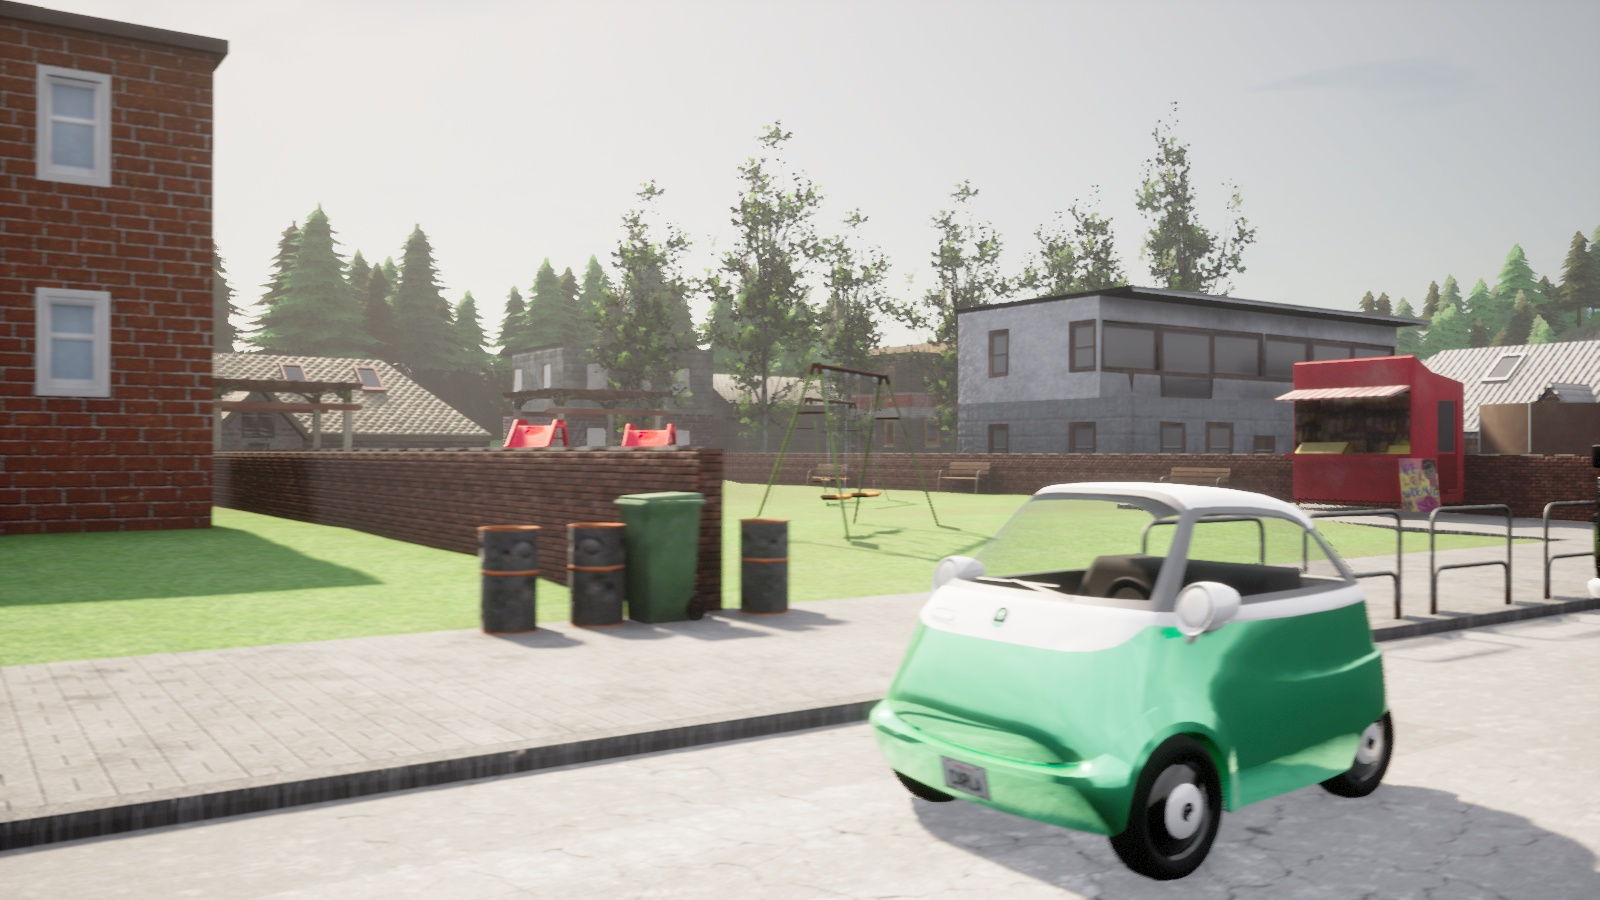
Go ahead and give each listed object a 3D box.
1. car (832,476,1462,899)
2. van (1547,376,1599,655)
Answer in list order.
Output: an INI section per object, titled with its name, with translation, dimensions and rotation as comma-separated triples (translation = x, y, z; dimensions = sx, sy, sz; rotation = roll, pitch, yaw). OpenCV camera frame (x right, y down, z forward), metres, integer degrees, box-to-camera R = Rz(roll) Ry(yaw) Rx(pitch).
[car]
translation = 1.467, 0.808, 5.284
dimensions = 2.207, 1.376, 1.481
rotation = 1, -1, -35
[van]
translation = 8.054, 0.475, 9.880
dimensions = 4.480, 2.038, 2.069
rotation = 0, 0, -35
